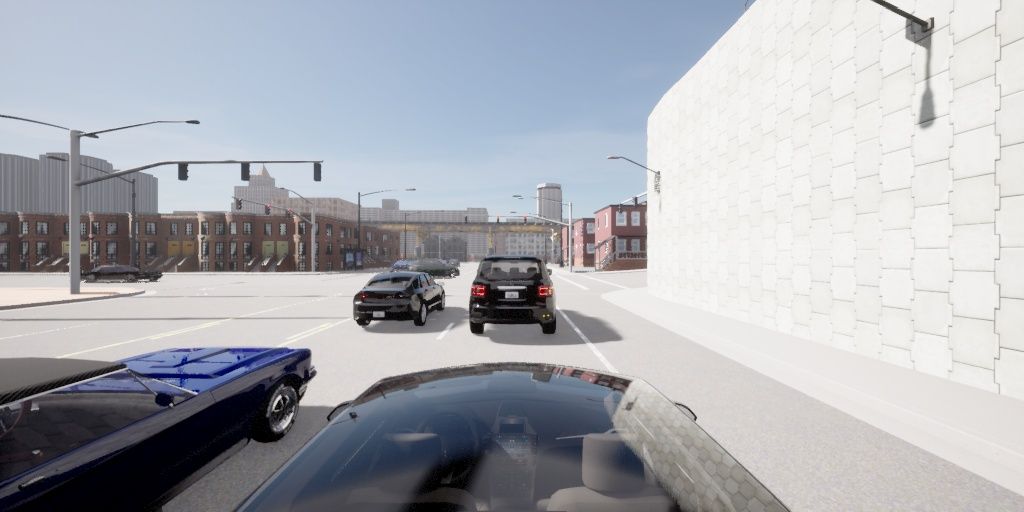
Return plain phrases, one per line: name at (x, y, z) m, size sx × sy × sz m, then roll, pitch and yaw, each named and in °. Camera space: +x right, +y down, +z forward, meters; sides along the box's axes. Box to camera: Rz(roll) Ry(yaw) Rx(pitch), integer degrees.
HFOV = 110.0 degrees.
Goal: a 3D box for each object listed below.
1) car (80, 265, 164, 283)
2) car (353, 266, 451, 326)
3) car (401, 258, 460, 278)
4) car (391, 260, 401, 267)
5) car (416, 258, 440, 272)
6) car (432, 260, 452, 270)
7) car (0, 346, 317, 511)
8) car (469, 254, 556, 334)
car at (-29.441, 1.349, 27.096) m, size 4.718 × 1.301 × 1.895 m, roll 0°, pitch 0°, yaw 0°
car at (-3.422, 1.254, 11.645) m, size 1.837 × 1.490 × 4.892 m, roll 0°, pitch 0°, yaw 0°
car at (-6.950, 1.100, 31.697) m, size 4.553 × 1.767 × 2.097 m, roll 0°, pitch 0°, yaw -38°
car at (-14.106, 1.224, 46.320) m, size 1.882 × 1.535 × 5.008 m, roll 0°, pitch 0°, yaw 1°
car at (-10.593, 1.099, 45.528) m, size 2.097 × 1.767 × 4.553 m, roll 0°, pitch 0°, yaw 0°
car at (-10.603, 1.293, 54.996) m, size 2.033 × 1.411 × 5.357 m, roll 0°, pitch 0°, yaw 0°
car at (-3.397, 1.351, 2.391) m, size 1.895 × 1.301 × 4.718 m, roll 0°, pitch 0°, yaw 0°
car at (0.062, 0.971, 10.755) m, size 2.150 × 2.045 × 5.566 m, roll 0°, pitch 0°, yaw 1°
